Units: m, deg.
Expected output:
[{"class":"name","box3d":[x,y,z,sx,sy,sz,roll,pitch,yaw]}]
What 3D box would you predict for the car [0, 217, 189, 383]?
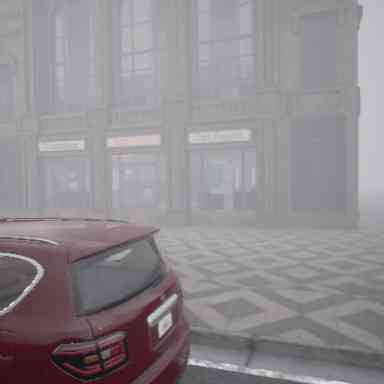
[{"class":"car","box3d":[-2.499,1.243,3.632,5.009,1.841,2.192,-1,2,18]}]
